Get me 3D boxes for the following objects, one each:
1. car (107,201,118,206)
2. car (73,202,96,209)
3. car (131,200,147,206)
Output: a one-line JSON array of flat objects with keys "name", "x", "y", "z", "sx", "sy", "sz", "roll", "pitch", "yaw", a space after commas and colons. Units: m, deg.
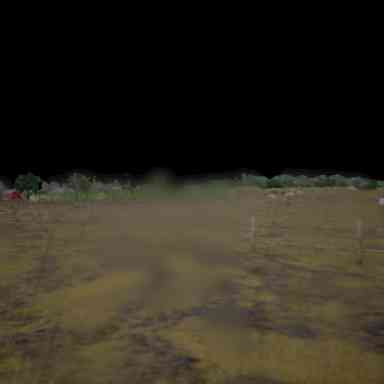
[{"name": "car", "x": -18.346, "y": 2.750, "z": 76.717, "sx": 1.812, "sy": 1.442, "sz": 4.674, "roll": -3, "pitch": -1, "yaw": 36}, {"name": "car", "x": -21.369, "y": 2.707, "z": 66.538, "sx": 2.097, "sy": 1.767, "sz": 4.553, "roll": -3, "pitch": -2, "yaw": 36}, {"name": "car", "x": -12.603, "y": 2.617, "z": 78.702, "sx": 2.097, "sy": 1.767, "sz": 4.553, "roll": -3, "pitch": -1, "yaw": 36}]
